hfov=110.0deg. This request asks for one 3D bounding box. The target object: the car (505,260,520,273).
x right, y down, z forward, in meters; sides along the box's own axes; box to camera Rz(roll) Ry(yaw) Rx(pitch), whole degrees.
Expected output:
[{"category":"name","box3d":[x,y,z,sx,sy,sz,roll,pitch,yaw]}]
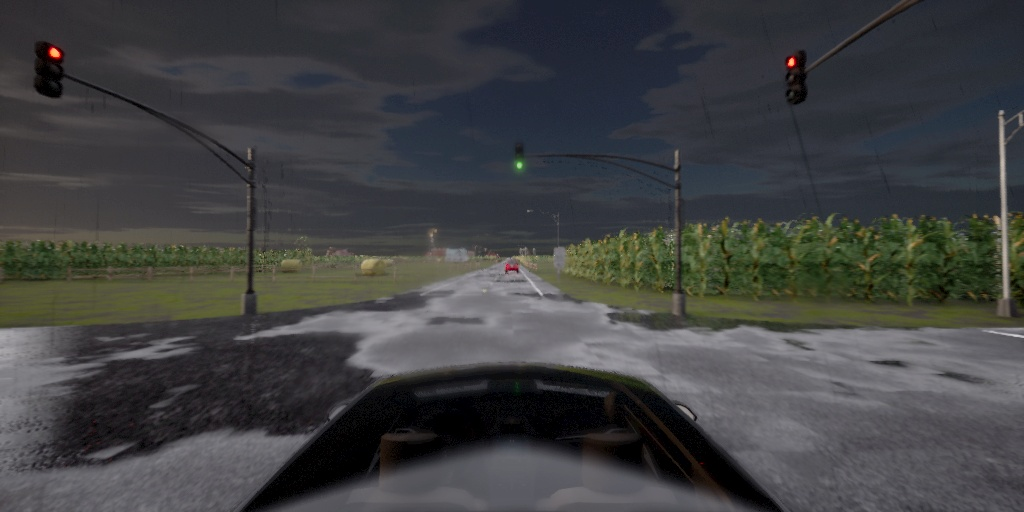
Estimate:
[{"category":"car","box3d":[0.027,1.635,55.971,2.150,2.045,5.566,0,-1,0]}]
